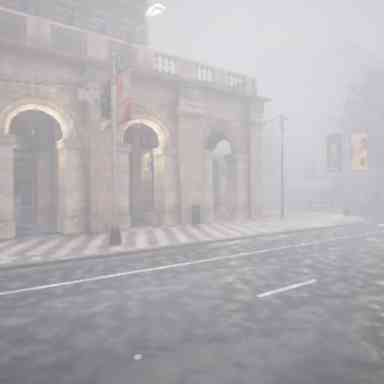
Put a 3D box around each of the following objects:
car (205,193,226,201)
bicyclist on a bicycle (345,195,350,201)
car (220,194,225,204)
[{"bbox_3d":[5.150,1.066,74.141,1.882,1.535,5.008,-1,0,-36],"label":"car"},{"bbox_3d":[26.901,0.823,57.419,1.656,1.620,0.582,-1,1,-36],"label":"bicyclist on a bicycle"},{"bbox_3d":[2.289,1.345,46.885,1.895,1.301,4.718,-1,0,-36],"label":"car"}]
